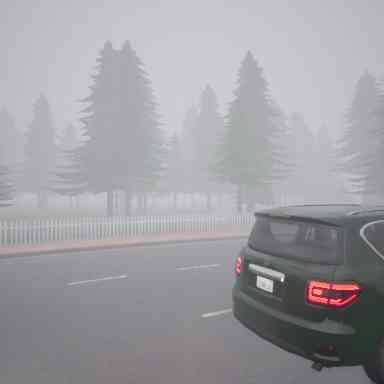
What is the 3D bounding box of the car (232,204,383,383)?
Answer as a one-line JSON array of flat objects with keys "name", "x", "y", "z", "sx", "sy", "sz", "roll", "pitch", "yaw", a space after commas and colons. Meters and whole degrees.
[{"name": "car", "x": 3.276, "y": 1.222, "z": 5.331, "sx": 5.566, "sy": 2.045, "sz": 2.150, "roll": 0, "pitch": 0, "yaw": -27}]
